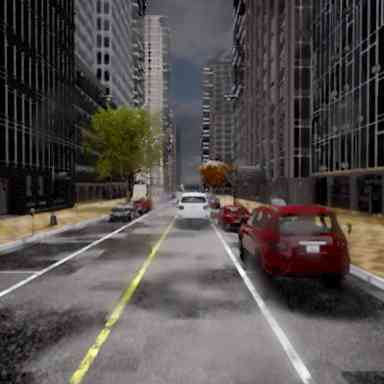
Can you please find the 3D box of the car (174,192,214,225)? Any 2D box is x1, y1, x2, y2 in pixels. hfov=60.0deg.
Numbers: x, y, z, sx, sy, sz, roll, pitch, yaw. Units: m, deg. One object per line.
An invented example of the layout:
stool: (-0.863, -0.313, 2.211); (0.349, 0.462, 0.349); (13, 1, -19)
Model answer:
car: (0.096, 1.118, 23.273); (2.150, 2.045, 5.566); (0, 1, 0)

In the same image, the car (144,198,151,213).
car: (-5.331, 1.438, 31.961); (1.802, 1.307, 4.206); (-1, 0, 0)

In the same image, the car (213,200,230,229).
car: (2.550, 1.451, 20.696); (1.887, 1.381, 4.507); (-1, 0, 0)

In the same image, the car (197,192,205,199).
car: (2.533, 0.894, 94.128); (2.192, 1.841, 5.009); (-1, 0, 0)

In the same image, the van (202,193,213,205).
van: (2.541, 1.096, 54.587); (1.690, 1.788, 3.998); (-1, 0, 0)

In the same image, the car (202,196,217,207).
car: (2.545, 1.325, 48.940); (1.887, 1.381, 4.507); (-1, 0, 0)

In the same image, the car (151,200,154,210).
car: (-5.333, 1.375, 37.609); (1.887, 1.381, 4.507); (-1, 0, 0)

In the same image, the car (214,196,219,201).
car: (2.545, 1.245, 43.291); (1.967, 1.590, 4.097); (-1, 0, 0)

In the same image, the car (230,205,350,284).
car: (2.549, 1.272, 9.398); (2.192, 1.841, 5.009); (-1, 0, 0)

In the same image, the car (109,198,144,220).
car: (-5.331, 1.432, 26.312); (2.008, 1.369, 4.403); (-1, 0, 0)

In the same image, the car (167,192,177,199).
car: (-5.345, 0.920, 88.447); (2.192, 1.841, 5.009); (-1, 0, 0)

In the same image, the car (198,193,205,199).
car: (2.538, 1.129, 88.651); (1.752, 1.417, 4.829); (-1, 0, 0)

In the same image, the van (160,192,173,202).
van: (-5.341, 1.047, 65.852); (1.690, 1.788, 3.998); (-1, 0, 0)

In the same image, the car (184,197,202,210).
car: (0.093, 1.361, 41.428); (2.033, 1.411, 5.357); (0, 0, 0)

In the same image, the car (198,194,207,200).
car: (2.539, 1.180, 82.832); (2.008, 1.369, 4.403); (-1, 0, 0)
